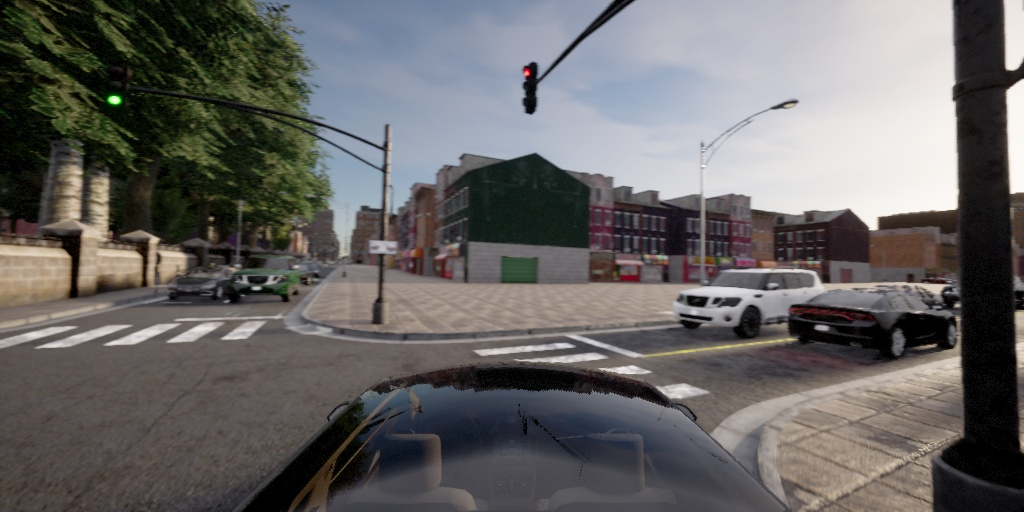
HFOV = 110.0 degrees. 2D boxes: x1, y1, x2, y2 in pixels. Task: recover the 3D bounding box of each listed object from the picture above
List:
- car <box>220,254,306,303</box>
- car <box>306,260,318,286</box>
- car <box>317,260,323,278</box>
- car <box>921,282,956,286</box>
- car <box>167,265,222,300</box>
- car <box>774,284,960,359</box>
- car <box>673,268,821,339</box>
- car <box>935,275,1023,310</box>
[{"bbox_3d":[-11.388,0.955,16.892,2.150,2.045,5.566,3,-1,-25],"label":"car"},{"bbox_3d":[-15.659,1.275,26.137,1.882,1.535,5.008,3,-1,-25],"label":"car"},{"bbox_3d":[-20.124,1.419,35.823,2.033,1.411,5.357,3,-1,-25],"label":"car"},{"bbox_3d":[17.417,2.046,16.229,5.357,1.411,2.033,2,-2,-25],"label":"car"},{"bbox_3d":[-14.095,1.186,16.553,2.007,1.370,4.403,0,0,-25],"label":"car"},{"bbox_3d":[9.511,1.604,9.430,5.008,1.535,1.882,2,-2,-24],"label":"car"},{"bbox_3d":[7.988,1.418,11.914,5.566,2.045,2.150,2,-2,-24],"label":"car"},{"bbox_3d":[27.434,2.038,20.811,5.566,2.045,2.150,2,-2,-25],"label":"car"}]
